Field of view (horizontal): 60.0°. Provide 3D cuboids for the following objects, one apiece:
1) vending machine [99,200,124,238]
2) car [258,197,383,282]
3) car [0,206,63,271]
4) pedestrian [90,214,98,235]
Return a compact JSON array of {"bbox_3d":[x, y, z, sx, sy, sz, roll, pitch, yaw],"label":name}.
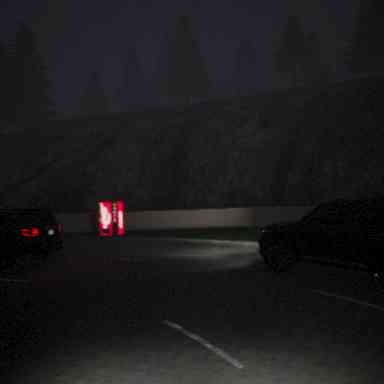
[{"bbox_3d":[-4.596,1.526,19.075,0.880,2.100,1.100,-2,-1,14],"label":"vending machine"},{"bbox_3d":[4.208,1.150,8.447,2.150,2.045,5.566,-1,-1,-34],"label":"car"},{"bbox_3d":[-7.555,1.594,12.119,5.566,2.045,2.150,-2,-1,11],"label":"car"},{"bbox_3d":[-5.561,1.506,18.908,0.375,1.860,0.375,-2,-1,11],"label":"pedestrian"}]
